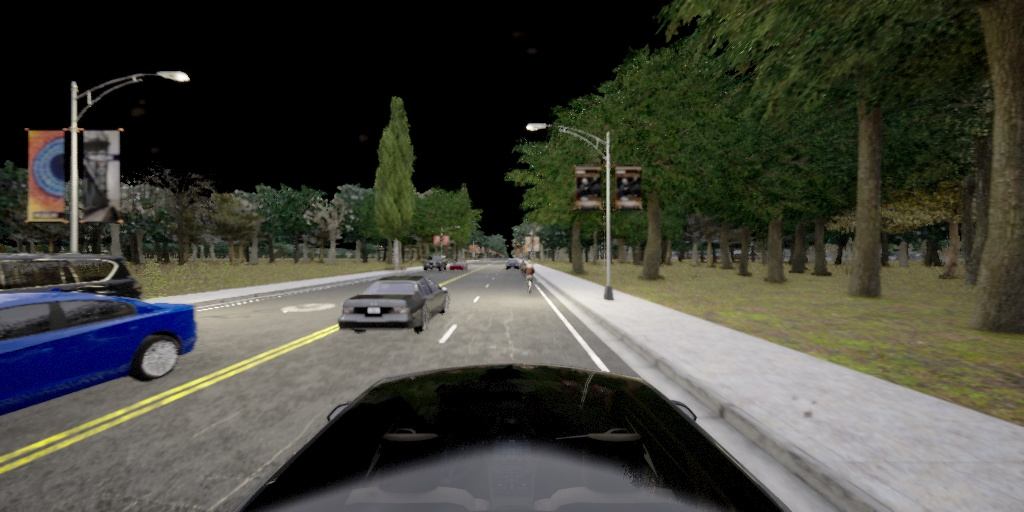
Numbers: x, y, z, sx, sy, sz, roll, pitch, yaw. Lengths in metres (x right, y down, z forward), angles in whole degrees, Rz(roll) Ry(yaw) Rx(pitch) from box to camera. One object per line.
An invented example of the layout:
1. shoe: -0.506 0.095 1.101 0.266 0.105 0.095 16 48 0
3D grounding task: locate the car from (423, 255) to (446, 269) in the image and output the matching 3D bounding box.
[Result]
1. car: -9.844 0.935 46.331 2.150 2.045 5.566 0 0 0

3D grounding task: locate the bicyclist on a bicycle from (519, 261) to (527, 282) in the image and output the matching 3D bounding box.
1. bicyclist on a bicycle: 0.888 1.181 28.290 0.582 1.620 1.656 0 0 0

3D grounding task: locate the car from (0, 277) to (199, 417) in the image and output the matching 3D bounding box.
1. car: -6.601 1.225 4.347 1.882 1.535 5.008 0 0 0

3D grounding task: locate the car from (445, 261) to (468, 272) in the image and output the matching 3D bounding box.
1. car: -6.596 1.316 44.383 1.895 1.301 4.718 0 0 0

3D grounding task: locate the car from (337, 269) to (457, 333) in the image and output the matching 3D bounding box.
1. car: -3.152 1.290 10.691 2.033 1.411 5.357 0 0 0

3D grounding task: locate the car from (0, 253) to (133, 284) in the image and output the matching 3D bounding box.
1. car: -9.852 0.966 6.208 2.150 2.045 5.566 0 0 0

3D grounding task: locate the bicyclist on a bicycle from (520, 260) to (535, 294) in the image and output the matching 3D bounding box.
1. bicyclist on a bicycle: 0.890 1.107 18.274 0.659 1.776 1.843 0 0 0

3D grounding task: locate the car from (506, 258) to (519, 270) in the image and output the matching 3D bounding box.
1. car: 0.085 1.309 52.706 1.895 1.301 4.718 0 0 0
